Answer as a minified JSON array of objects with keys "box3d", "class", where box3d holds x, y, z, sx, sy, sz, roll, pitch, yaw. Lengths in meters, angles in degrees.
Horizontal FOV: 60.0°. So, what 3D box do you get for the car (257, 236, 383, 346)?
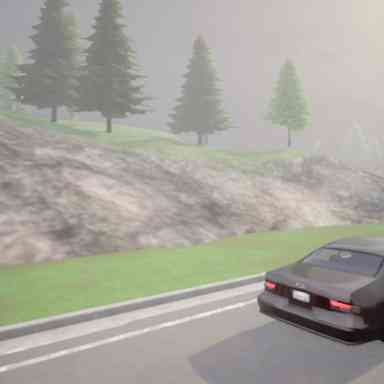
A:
[{"box3d":[3.624,1.573,6.346,5.357,1.411,2.033,0,0,-36],"class":"car"}]
